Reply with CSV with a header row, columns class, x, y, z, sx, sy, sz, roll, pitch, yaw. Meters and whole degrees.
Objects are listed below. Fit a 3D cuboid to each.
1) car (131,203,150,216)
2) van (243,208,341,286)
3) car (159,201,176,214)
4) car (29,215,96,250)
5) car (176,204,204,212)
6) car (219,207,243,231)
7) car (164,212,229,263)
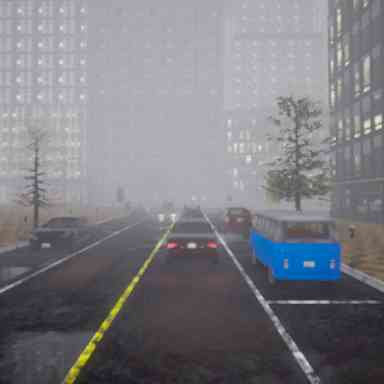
class,x,y,z,sx,sy,sz,roll,pitch,yaw
car,-5.814,1.964,37.719,2.008,1.369,4.403,1,-1,0
van,2.700,1.448,9.506,1.690,1.788,3.998,1,-1,0
car,-3.021,1.973,42.546,1.837,1.490,4.892,0,-1,0
car,-5.684,1.734,15.151,1.947,1.339,4.313,1,-1,0
car,0.016,1.806,28.488,2.128,1.511,4.902,0,0,0
car,2.698,1.670,20.787,1.967,1.590,4.097,1,-1,0
car,0.008,1.687,12.525,2.033,1.411,5.357,0,-1,0
